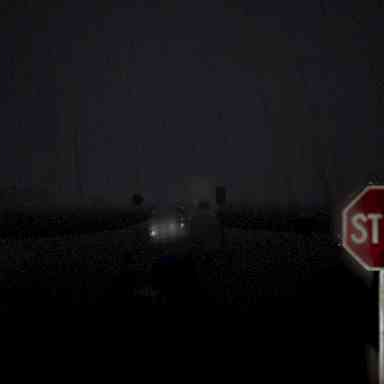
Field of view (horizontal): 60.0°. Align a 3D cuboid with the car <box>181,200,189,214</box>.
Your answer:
[{"bbox_3d":[-1.743,1.973,41.062,1.895,1.301,4.718,0,-1,3],"label":"car"}]

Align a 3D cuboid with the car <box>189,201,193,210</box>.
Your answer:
[{"bbox_3d":[-1.057,1.997,52.647,1.812,1.442,4.674,0,0,4],"label":"car"}]

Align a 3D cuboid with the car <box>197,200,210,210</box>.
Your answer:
[{"bbox_3d":[1.811,2.011,51.561,2.033,1.411,5.357,0,-1,4],"label":"car"}]

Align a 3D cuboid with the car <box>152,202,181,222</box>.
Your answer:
[{"bbox_3d":[-2.274,1.792,29.122,1.812,1.442,4.674,0,-1,2],"label":"car"}]
